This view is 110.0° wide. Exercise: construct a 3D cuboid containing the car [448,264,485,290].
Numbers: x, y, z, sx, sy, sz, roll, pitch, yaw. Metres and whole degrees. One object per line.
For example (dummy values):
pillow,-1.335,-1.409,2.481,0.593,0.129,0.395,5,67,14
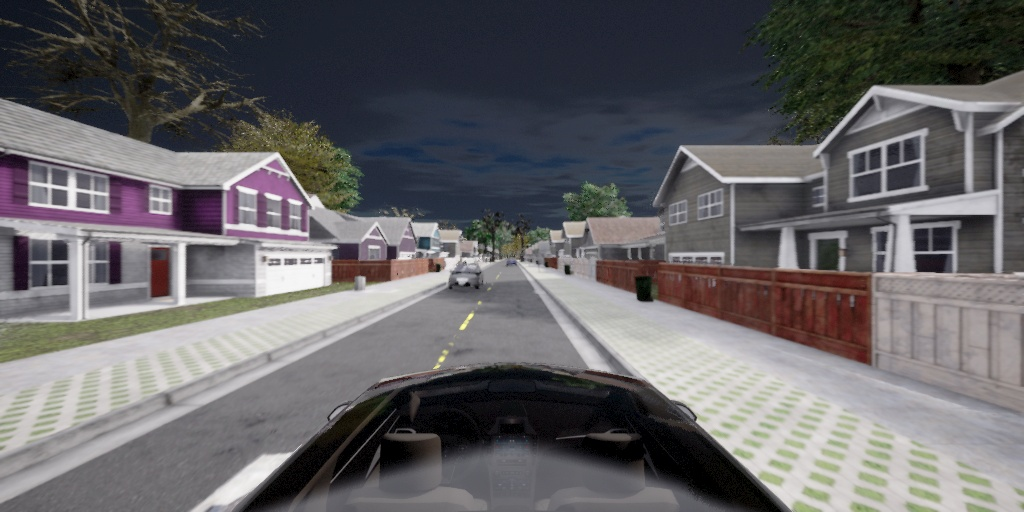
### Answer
car,-2.775,1.245,22.531,2.128,1.511,4.902,0,0,0
